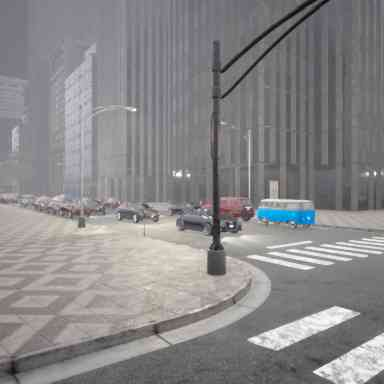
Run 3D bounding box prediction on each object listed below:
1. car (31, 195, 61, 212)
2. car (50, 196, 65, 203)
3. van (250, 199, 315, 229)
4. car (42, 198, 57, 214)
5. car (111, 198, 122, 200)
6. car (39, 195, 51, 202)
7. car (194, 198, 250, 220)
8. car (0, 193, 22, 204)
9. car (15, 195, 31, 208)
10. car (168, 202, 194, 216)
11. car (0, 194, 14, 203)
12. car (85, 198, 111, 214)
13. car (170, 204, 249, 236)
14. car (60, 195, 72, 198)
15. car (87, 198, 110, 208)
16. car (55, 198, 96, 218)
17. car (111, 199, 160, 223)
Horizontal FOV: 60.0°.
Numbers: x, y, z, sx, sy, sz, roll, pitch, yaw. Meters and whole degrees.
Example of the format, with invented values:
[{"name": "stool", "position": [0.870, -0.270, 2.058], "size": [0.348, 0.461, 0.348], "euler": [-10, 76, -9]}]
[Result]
[{"name": "car", "position": [-17.462, 1.461, 39.672], "size": [1.967, 1.590, 4.097], "euler": [0, 0, -36]}, {"name": "car", "position": [-27.306, 1.512, 67.589], "size": [1.752, 1.417, 4.829], "euler": [0, 0, -36]}, {"name": "van", "position": [6.077, 1.379, 21.916], "size": [1.690, 1.788, 3.998], "euler": [0, 0, -36]}, {"name": "car", "position": [-14.134, 1.606, 35.119], "size": [1.802, 1.307, 4.206], "euler": [0, 0, -36]}, {"name": "car", "position": [-10.564, 1.464, 44.683], "size": [1.967, 1.590, 4.097], "euler": [0, 0, -36]}, {"name": "car", "position": [-33.977, 1.483, 76.726], "size": [1.752, 1.417, 4.829], "euler": [0, 0, -35]}, {"name": "car", "position": [2.748, 1.352, 26.470], "size": [2.192, 1.841, 5.009], "euler": [0, 0, -36]}, {"name": "car", "position": [-34.101, 1.299, 62.436], "size": [2.192, 1.841, 5.009], "euler": [0, 0, -36]}, {"name": "car", "position": [-24.117, 1.563, 48.777], "size": [2.008, 1.369, 4.403], "euler": [0, 0, -36]}, {"name": "car", "position": [-0.580, 1.600, 31.024], "size": [1.947, 1.339, 4.313], "euler": [0, 0, -36]}, {"name": "car", "position": [-37.429, 1.286, 66.990], "size": [2.192, 1.841, 5.009], "euler": [0, 0, -36]}, {"name": "car", "position": [-10.437, 1.532, 34.427], "size": [1.837, 1.490, 4.892], "euler": [0, 0, -36]}, {"name": "car", "position": [0.878, 1.600, 18.932], "size": [1.994, 1.385, 4.181], "euler": [0, 0, -36]}, {"name": "car", "position": [-20.444, 1.577, 53.355], "size": [1.994, 1.385, 4.181], "euler": [0, 0, -36]}, {"name": "car", "position": [-13.893, 1.602, 49.237], "size": [1.802, 1.307, 4.206], "euler": [0, 0, -36]}, {"name": "car", "position": [-10.806, 1.572, 30.566], "size": [1.887, 1.381, 4.507], "euler": [0, 0, -36]}, {"name": "car", "position": [-4.307, 1.537, 26.028], "size": [1.837, 1.490, 4.892], "euler": [0, 0, -36]}]
